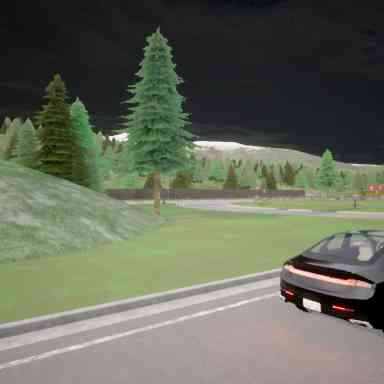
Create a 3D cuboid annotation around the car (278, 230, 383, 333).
[{"bbox_3d":[3.780,1.492,6.424,4.902,1.511,2.128,0,0,-35],"label":"car"}]
